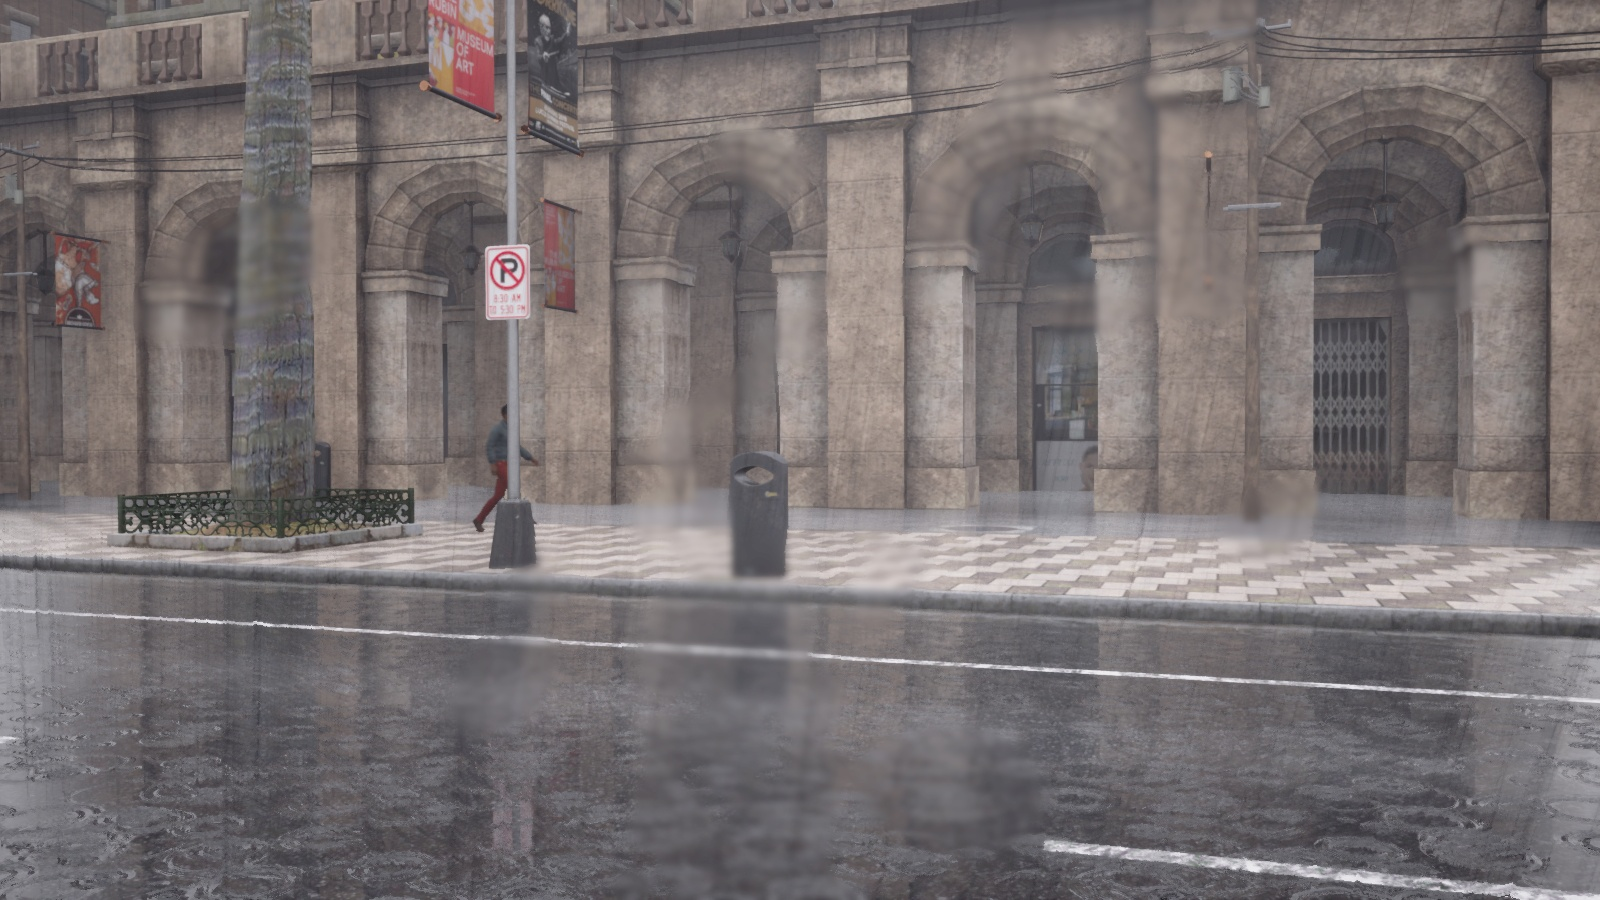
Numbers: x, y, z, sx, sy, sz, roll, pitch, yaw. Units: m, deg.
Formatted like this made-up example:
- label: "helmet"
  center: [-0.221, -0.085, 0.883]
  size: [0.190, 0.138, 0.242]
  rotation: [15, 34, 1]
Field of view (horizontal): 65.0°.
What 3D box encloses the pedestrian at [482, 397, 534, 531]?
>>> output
- label: "pedestrian"
  center: [-4.063, 0.188, 17.503]
  size: [0.614, 1.847, 0.353]
  rotation: [1, 1, 18]
